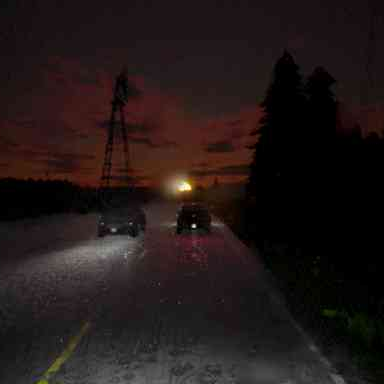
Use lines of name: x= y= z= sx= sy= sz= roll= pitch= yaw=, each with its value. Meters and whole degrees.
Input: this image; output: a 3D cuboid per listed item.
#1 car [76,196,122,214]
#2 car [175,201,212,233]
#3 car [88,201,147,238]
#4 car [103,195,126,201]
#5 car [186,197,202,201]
car: x=-9.542 y=1.458 z=33.700 sx=3.988 sy=1.617 sz=1.851 roll=0 pitch=0 yaw=-1
car: x=0.100 y=1.488 z=19.284 sx=1.837 sy=1.490 sz=4.892 roll=0 pitch=0 yaw=0
car: x=-3.577 y=1.478 z=17.664 sx=2.128 sy=1.511 sz=4.902 roll=0 pitch=0 yaw=0
car: x=-11.896 y=1.319 z=50.546 sx=3.866 sy=1.878 sz=1.905 roll=0 pitch=0 yaw=-31
car: x=0.101 y=1.324 z=36.246 sx=2.097 sy=1.767 sz=4.553 roll=0 pitch=0 yaw=0
